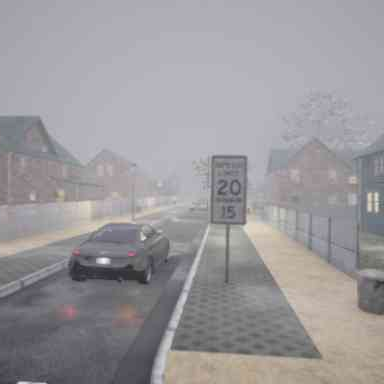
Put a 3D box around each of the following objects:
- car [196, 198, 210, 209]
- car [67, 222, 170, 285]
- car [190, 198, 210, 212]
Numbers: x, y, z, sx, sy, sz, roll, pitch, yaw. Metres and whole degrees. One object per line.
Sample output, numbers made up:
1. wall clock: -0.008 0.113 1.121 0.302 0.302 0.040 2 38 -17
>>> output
1. car: 1.663 1.669 49.738 1.837 1.490 4.892 1 0 5
2. car: -1.860 1.555 9.610 1.994 1.385 4.181 1 0 5
3. car: 0.853 1.718 39.970 1.895 1.301 4.718 1 0 6
